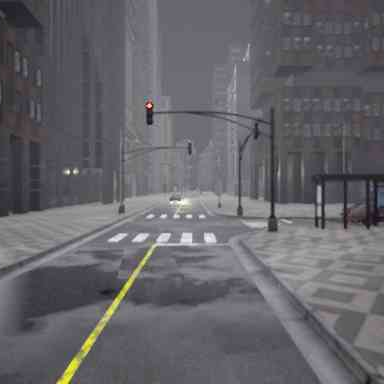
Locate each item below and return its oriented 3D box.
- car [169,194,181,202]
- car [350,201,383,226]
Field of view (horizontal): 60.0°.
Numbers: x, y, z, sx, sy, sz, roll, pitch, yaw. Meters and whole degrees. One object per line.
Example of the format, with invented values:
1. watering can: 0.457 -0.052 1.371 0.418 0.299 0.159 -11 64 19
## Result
1. car: -3.052 1.074 61.017 1.994 1.385 4.181 0 0 0
2. car: 11.506 1.264 20.077 4.674 1.442 1.812 0 0 0
